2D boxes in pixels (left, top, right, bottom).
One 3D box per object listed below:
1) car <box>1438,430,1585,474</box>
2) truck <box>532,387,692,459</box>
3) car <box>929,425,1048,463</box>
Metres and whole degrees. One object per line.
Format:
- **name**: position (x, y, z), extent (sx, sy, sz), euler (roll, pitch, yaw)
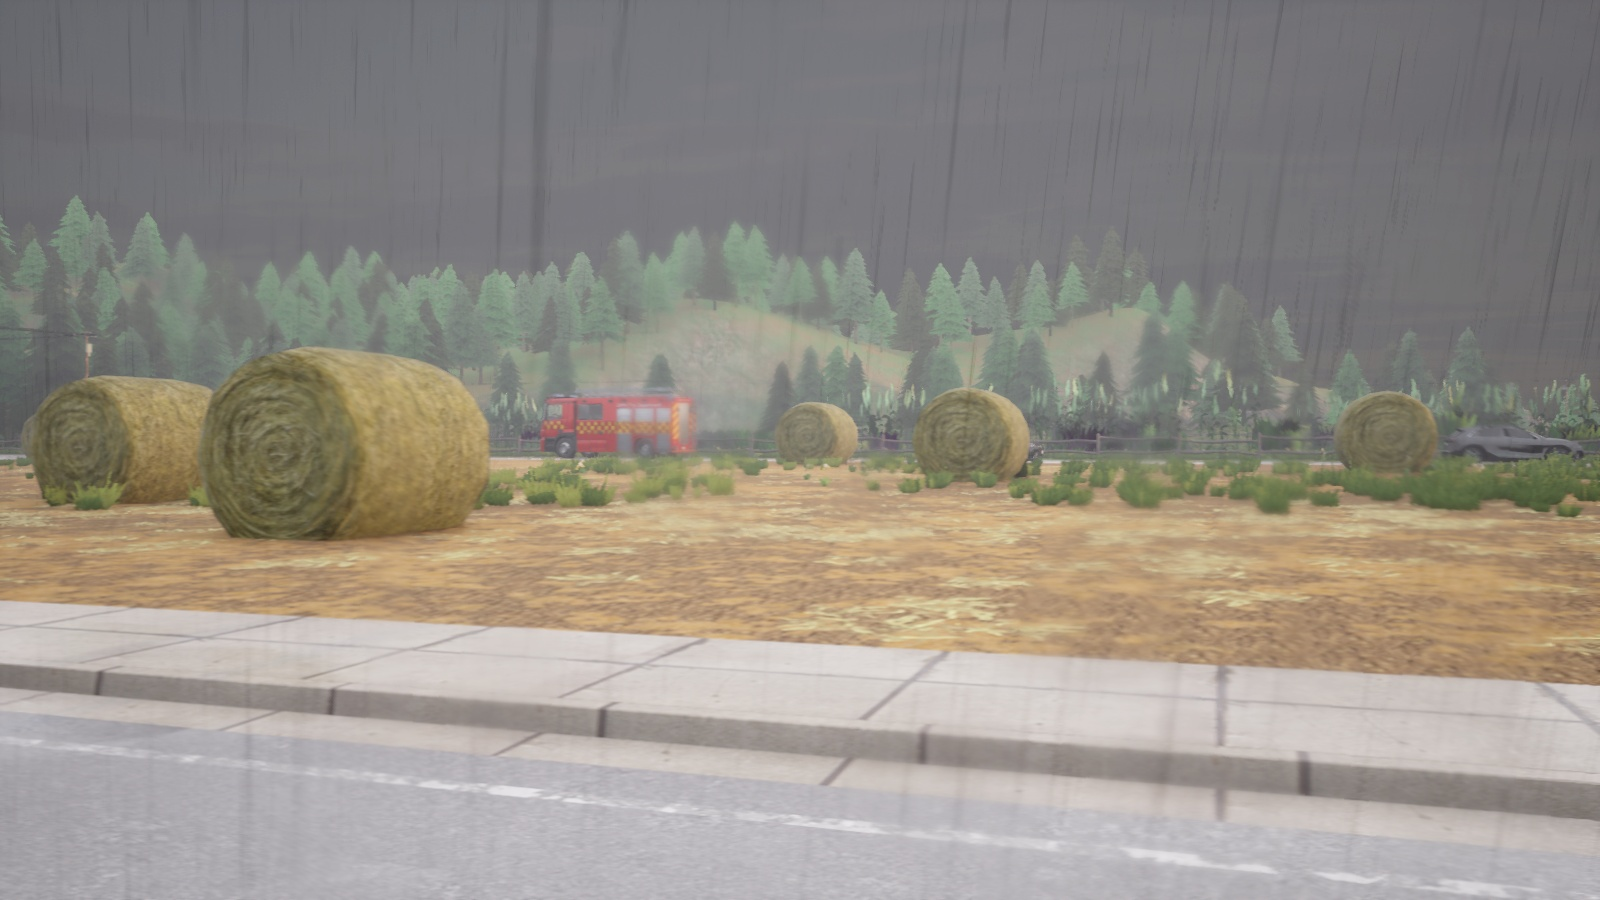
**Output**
- **car**: position (28.019, 0.059, 49.646), extent (4.856, 1.649, 2.033), euler (1, 1, 22)
- **truck**: position (-10.389, -1.495, 69.262), extent (8.468, 3.827, 2.891), euler (1, 1, 22)
- **car**: position (8.634, -0.294, 57.642), extent (5.027, 1.651, 2.152), euler (1, 1, 22)
